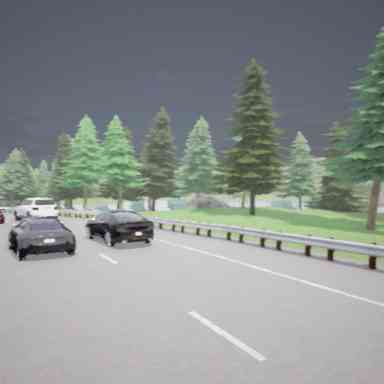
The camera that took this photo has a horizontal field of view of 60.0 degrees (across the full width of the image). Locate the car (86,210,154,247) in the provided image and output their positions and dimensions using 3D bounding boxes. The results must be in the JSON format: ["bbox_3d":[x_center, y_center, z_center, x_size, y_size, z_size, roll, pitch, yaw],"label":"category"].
[{"bbox_3d":[-3.598,1.607,15.933,1.882,1.535,5.008,0,0,-33],"label":"car"}]

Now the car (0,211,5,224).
[{"bbox_3d":[-16.864,1.896,27.241,1.994,1.385,4.181,0,0,-45],"label":"car"}]

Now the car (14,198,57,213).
[{"bbox_3d":[-13.631,1.533,28.968,2.150,2.045,5.566,0,0,-44],"label":"car"}]

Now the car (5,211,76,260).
[{"bbox_3d":[-6.104,1.704,13.393,1.994,1.385,4.181,0,0,-33],"label":"car"}]
